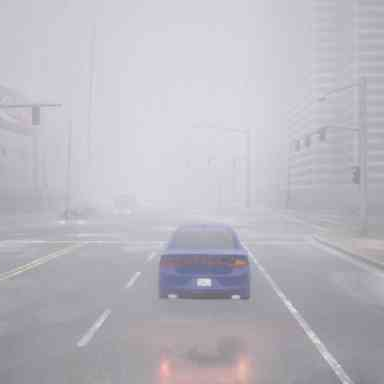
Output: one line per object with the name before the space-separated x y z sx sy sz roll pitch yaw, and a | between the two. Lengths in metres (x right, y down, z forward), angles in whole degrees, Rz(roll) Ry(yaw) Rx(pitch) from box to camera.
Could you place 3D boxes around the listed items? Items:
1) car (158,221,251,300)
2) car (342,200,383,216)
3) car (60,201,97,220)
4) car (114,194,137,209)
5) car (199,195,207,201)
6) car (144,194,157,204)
car | 0.315 1.483 8.485 1.882 1.535 5.008 0 0 2
car | 17.250 1.527 32.381 4.892 1.490 1.837 0 0 2
car | -9.691 1.544 28.799 1.812 1.442 4.674 0 0 2
car | -9.112 1.250 46.172 2.150 2.045 5.566 0 0 2
car | 2.824 1.581 86.259 1.812 1.442 4.674 0 0 2
car | -8.334 1.608 67.151 1.994 1.385 4.181 0 0 2
